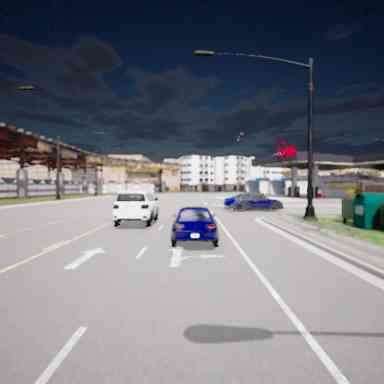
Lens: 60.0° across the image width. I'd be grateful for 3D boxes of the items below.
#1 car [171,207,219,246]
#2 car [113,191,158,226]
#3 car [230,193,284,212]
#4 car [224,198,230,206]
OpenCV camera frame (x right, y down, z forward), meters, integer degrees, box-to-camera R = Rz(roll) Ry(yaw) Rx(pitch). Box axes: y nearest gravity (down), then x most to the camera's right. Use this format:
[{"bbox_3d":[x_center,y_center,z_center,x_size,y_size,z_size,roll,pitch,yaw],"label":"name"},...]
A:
[{"bbox_3d":[0.102,1.350,14.109,1.812,1.442,4.674,0,1,0],"label":"car"},{"bbox_3d":[-3.395,0.941,20.815,2.150,2.045,5.566,0,1,0],"label":"car"},{"bbox_3d":[6.367,0.901,31.680,4.553,1.767,2.097,0,1,-6],"label":"car"},{"bbox_3d":[5.899,0.970,35.251,5.008,1.535,1.882,0,0,1],"label":"car"}]
